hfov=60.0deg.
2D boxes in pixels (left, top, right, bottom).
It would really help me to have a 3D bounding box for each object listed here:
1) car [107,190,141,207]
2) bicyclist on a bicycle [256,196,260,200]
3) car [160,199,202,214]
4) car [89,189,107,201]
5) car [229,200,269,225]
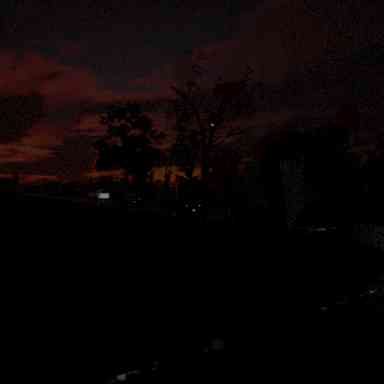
[{"bbox_3d":[-8.482,0.773,42.323,2.150,2.045,5.566,0,1,-35],"label":"car"},{"bbox_3d":[6.257,1.211,31.630,1.656,1.620,0.582,0,1,-35],"label":"bicyclist on a bicycle"},{"bbox_3d":[-1.104,1.315,31.731,1.895,1.301,4.718,0,1,-35],"label":"car"},{"bbox_3d":[-16.366,0.537,58.573,2.150,2.045,5.566,0,1,-35],"label":"car"},{"bbox_3d":[4.725,1.320,23.377,1.882,1.535,5.008,0,1,-35],"label":"car"}]
